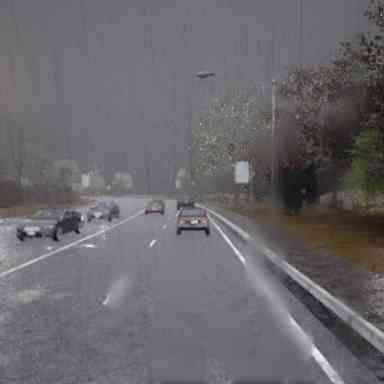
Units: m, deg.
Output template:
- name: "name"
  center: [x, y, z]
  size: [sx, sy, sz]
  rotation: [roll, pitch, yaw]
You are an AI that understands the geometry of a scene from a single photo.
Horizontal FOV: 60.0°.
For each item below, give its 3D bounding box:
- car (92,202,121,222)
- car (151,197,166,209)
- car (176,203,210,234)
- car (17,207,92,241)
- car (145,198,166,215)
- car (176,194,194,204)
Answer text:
- name: "car"
  center: [-7.166, 1.574, 27.493]
  size: [2.128, 1.511, 4.902]
  rotation: [0, 0, -1]
- name: "car"
  center: [-4.901, 1.541, 48.558]
  size: [2.128, 1.511, 4.902]
  rotation: [0, 0, -7]
- name: "car"
  center: [0.040, 1.623, 19.697]
  size: [2.033, 1.411, 5.357]
  rotation: [0, 0, -1]
- name: "car"
  center: [-7.081, 1.560, 17.105]
  size: [2.128, 1.511, 4.902]
  rotation: [0, 0, 0]
- name: "car"
  center: [-3.886, 1.641, 35.369]
  size: [1.994, 1.385, 4.181]
  rotation: [0, 0, -2]
- name: "car"
  center: [-0.915, 1.286, 43.519]
  size: [2.150, 2.045, 5.566]
  rotation: [0, 0, -4]
